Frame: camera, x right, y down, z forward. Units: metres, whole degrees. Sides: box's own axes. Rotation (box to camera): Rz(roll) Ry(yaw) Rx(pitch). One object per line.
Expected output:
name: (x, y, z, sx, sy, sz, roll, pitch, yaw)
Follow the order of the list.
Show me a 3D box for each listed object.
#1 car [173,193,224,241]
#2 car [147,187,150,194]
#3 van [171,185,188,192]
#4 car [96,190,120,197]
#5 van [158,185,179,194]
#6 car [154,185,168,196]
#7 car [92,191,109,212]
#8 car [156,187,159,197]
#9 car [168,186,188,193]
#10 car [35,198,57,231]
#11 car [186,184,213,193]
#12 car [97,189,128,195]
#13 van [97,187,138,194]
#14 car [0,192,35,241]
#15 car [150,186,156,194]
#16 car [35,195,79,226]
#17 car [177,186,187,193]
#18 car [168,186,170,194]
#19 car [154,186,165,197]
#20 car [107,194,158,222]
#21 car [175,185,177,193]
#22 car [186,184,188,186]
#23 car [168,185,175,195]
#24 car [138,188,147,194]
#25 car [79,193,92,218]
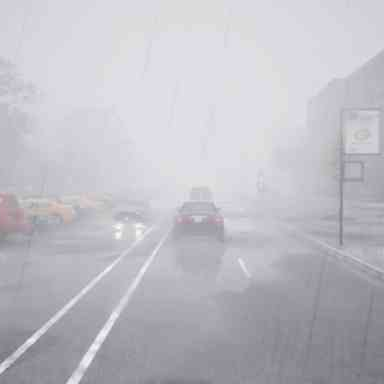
car: (0.314, 1.116, 15.542, 2.097, 1.767, 4.553, 0, 1, 1)
car: (-8.146, 0.371, 42.524, 4.553, 1.767, 2.185, -1, 2, -17)
van: (-3.598, -1.010, 92.709, 4.442, 1.987, 1.878, -1, 2, -13)
car: (-8.901, 0.915, 27.691, 5.008, 1.535, 2.097, -1, 2, -18)
van: (-5.417, -0.577, 75.111, 4.442, 1.987, 1.878, -1, 1, -14)
car: (-7.120, -0.027, 57.340, 4.553, 1.767, 2.185, -1, 2, -16)
car: (-9.195, 1.002, 24.666, 5.366, 1.575, 1.946, -1, 2, -18)
car: (-7.772, 0.364, 48.463, 4.792, 1.488, 2.163, -1, 1, -16)
car: (-3.848, -0.710, 89.797, 5.008, 1.535, 2.097, -1, 2, -13)
car: (-9.291, 1.248, 15.820, 4.892, 1.521, 2.231, -1, 1, -19)
car: (0.908, 0.497, 32.795, 2.150, 2.045, 5.566, 0, 2, 3)
car: (-8.794, 0.831, 30.666, 5.008, 1.535, 2.097, -1, 1, -18)
van: (-8.619, 0.439, 36.547, 4.442, 1.987, 1.878, -1, 2, -17)
car: (-9.376, 1.064, 12.825, 5.566, 2.045, 2.435, -1, 1, -19)
car: (-7.990, 0.415, 45.487, 5.008, 1.535, 2.097, -1, 2, -17)
car: (-9.201, 1.169, 18.787, 5.008, 1.535, 2.097, -1, 2, -19)
car: (-1.185, -0.027, 64.891, 1.994, 1.385, 4.181, 0, 1, 5)
car: (-6.913, 0.062, 60.304, 4.674, 1.452, 2.002, -1, 1, -15)
car: (-7.389, 0.178, 54.383, 4.892, 1.521, 2.231, -1, 1, -16)
car: (-3.849, 1.116, 22.690, 2.033, 1.411, 5.357, 0, 2, 2)
car: (-6.116, -0.163, 69.176, 4.674, 1.452, 2.002, -1, 1, -15)
car: (-4.395, -0.634, 86.808, 5.366, 1.575, 1.946, -1, 2, -13)
car: (-6.688, -0.304, 63.242, 5.566, 2.045, 2.435, -1, 2, -15)
car: (-8.355, 0.579, 39.563, 5.008, 1.535, 2.097, -1, 1, -17)
car: (-9.149, 0.960, 21.749, 4.553, 1.767, 2.185, -1, 1, -18)
